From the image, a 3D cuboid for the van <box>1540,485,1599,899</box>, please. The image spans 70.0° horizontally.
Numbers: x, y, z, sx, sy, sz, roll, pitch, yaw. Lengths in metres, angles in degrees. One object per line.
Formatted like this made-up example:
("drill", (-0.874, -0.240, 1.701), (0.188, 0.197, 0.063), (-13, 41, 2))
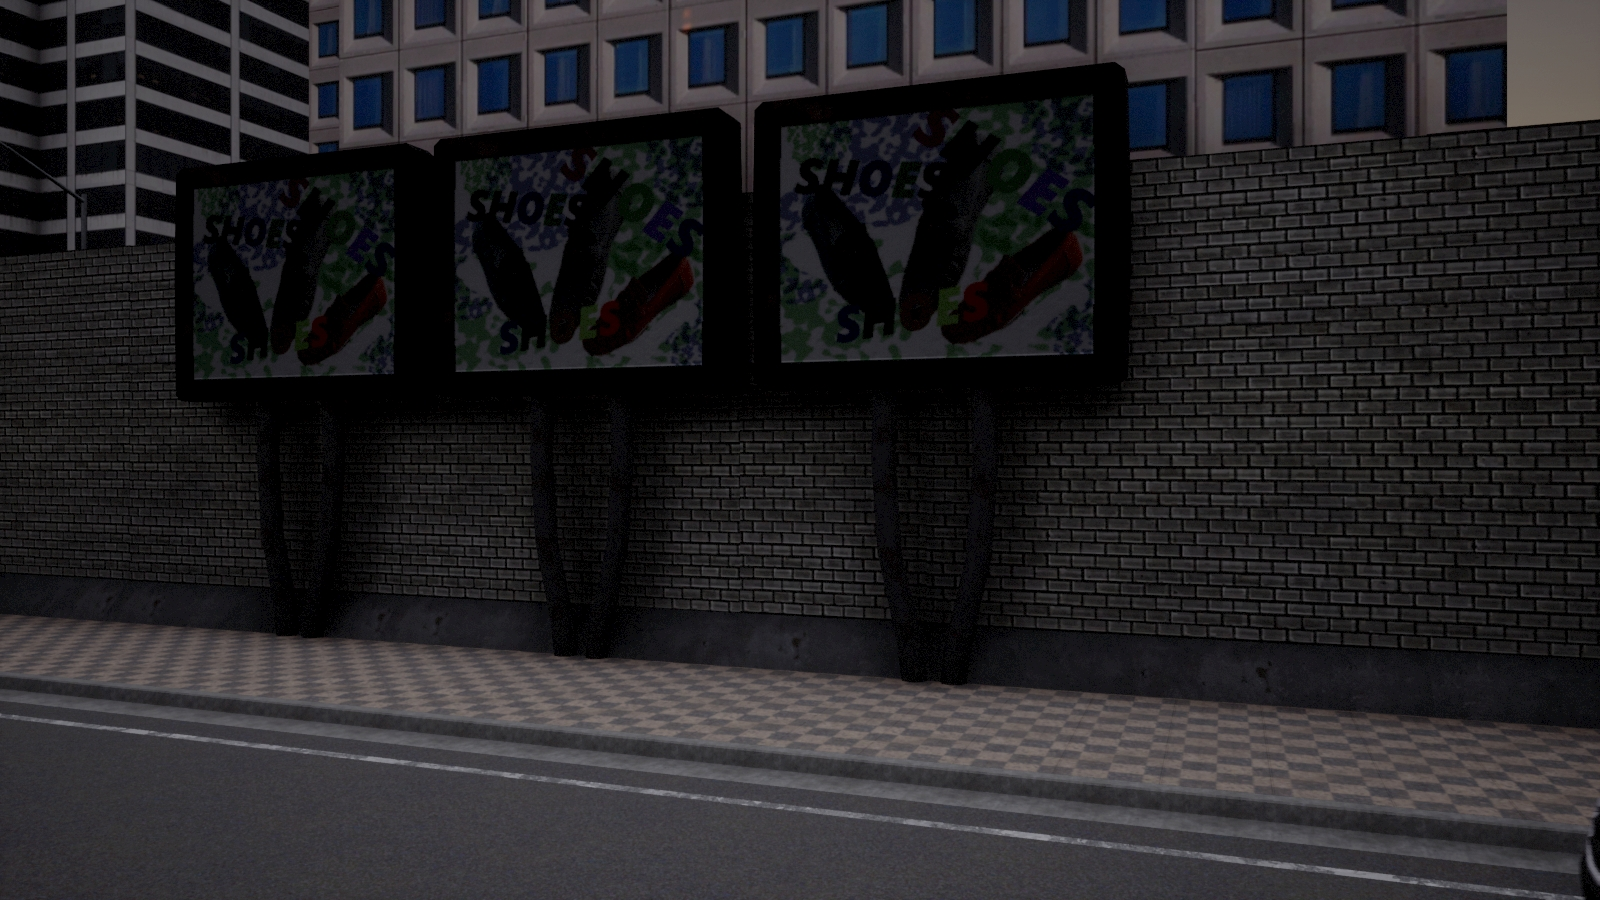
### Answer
("van", (6.630, 1.479, 4.512), (5.915, 2.561, 1.988), (0, 0, 19))
